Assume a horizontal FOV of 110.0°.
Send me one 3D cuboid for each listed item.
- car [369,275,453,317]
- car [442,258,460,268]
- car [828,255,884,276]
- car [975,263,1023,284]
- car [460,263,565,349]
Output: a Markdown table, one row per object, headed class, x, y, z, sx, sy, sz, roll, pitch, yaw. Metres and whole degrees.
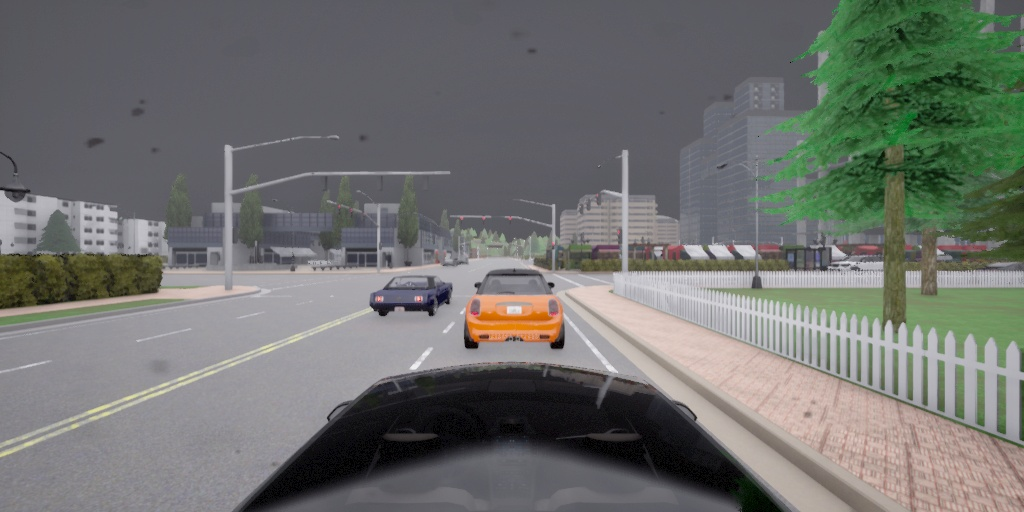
| class | x | y | z | sx | sy | sz | roll | pitch | yaw |
| --- | --- | --- | --- | --- | --- | --- | --- | --- | --- |
| car | -3.416 | 1.343 | 13.168 | 1.895 | 1.301 | 4.718 | 0 | 0 | 0 |
| car | -10.565 | 1.233 | 60.881 | 1.812 | 1.442 | 4.674 | 0 | 0 | 0 |
| car | 35.591 | 0.945 | 36.524 | 5.566 | 2.045 | 2.150 | 0 | 0 | -1 |
| car | 36.712 | 1.236 | 25.963 | 4.892 | 1.490 | 1.837 | 0 | 0 | -1 |
| car | 0.064 | 1.097 | 9.271 | 2.097 | 1.767 | 4.553 | 0 | 0 | 0 |
